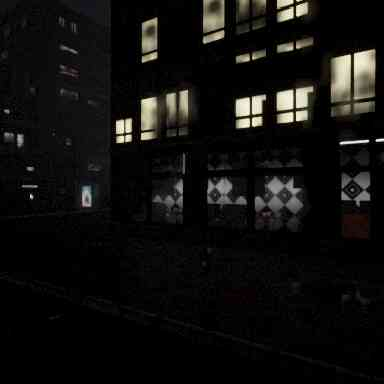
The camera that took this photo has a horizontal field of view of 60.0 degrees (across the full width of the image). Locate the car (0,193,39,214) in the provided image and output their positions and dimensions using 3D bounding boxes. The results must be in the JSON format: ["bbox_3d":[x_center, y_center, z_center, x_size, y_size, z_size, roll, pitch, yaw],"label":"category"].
[{"bbox_3d":[-16.106,1.029,29.069,2.192,1.841,5.009,1,2,35],"label":"car"}]

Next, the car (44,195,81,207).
[{"bbox_3d":[-16.660,1.074,42.917,1.802,1.307,4.206,1,2,35],"label":"car"}]

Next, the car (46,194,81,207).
[{"bbox_3d":[-14.821,0.998,41.046,2.128,1.511,4.902,0,1,35],"label":"car"}]

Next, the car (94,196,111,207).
[{"bbox_3d":[-9.754,1.072,38.170,1.947,1.339,4.313,1,2,35],"label":"car"}]
